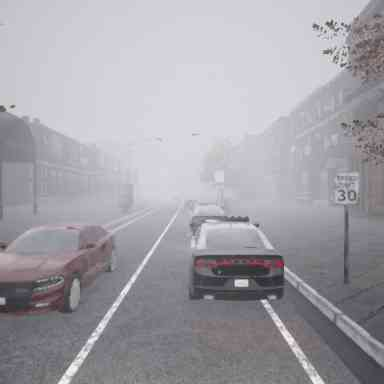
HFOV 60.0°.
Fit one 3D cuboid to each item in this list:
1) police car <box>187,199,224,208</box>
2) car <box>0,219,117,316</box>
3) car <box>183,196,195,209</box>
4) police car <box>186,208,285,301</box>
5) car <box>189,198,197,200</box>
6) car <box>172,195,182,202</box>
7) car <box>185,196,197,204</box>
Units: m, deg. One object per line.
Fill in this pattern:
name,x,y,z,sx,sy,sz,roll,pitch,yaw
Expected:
police car,0.860,1.428,18.537,1.930,1.638,5.238,0,0,0
car,-3.116,1.479,7.834,1.882,1.535,5.008,0,0,0
car,-0.092,1.470,45.822,1.837,1.490,4.892,0,0,0
police car,0.882,1.426,8.537,1.930,1.638,5.238,0,0,0
car,0.848,1.481,24.427,1.882,1.535,5.008,0,0,0
car,-3.150,1.355,70.409,1.895,1.301,4.718,0,1,0
car,-0.128,1.412,60.094,2.033,1.411,5.357,0,1,0
